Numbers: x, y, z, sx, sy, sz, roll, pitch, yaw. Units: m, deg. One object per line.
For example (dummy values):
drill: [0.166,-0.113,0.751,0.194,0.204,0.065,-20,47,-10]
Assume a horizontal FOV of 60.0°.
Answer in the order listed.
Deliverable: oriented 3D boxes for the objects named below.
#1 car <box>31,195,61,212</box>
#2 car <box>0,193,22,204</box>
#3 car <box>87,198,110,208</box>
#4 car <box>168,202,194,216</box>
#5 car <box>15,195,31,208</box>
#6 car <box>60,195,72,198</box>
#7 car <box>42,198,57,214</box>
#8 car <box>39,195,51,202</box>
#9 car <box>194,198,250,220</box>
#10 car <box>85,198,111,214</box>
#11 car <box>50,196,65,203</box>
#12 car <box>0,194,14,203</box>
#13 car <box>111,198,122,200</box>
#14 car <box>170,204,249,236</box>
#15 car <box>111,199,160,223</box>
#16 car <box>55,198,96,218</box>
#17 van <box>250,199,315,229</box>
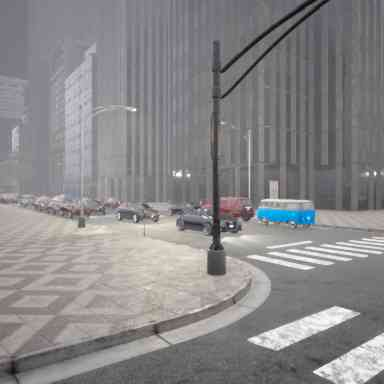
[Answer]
car: [-17.462,1.461,39.672,1.967,1.590,4.097,0,0,-36]
car: [-34.101,1.299,62.436,2.192,1.841,5.009,0,0,-36]
car: [-13.893,1.602,49.237,1.802,1.307,4.206,0,0,-36]
car: [-0.580,1.600,31.024,1.947,1.339,4.313,0,0,-36]
car: [-24.117,1.563,48.777,2.008,1.369,4.403,0,0,-36]
car: [-20.444,1.577,53.355,1.994,1.385,4.181,0,0,-36]
car: [-14.134,1.606,35.119,1.802,1.307,4.206,0,0,-36]
car: [-33.977,1.483,76.726,1.752,1.417,4.829,0,0,-35]
car: [2.748,1.352,26.470,2.192,1.841,5.009,0,0,-36]
car: [-10.437,1.532,34.427,1.837,1.490,4.892,0,0,-36]
car: [-27.306,1.512,67.589,1.752,1.417,4.829,0,0,-36]
car: [-37.429,1.286,66.990,2.192,1.841,5.009,0,0,-36]
car: [-10.564,1.464,44.683,1.967,1.590,4.097,0,0,-36]
car: [0.878,1.600,18.932,1.994,1.385,4.181,0,0,-36]
car: [-4.307,1.537,26.028,1.837,1.490,4.892,0,0,-36]
car: [-10.806,1.572,30.566,1.887,1.381,4.507,0,0,-36]
van: [6.077,1.379,21.916,1.690,1.788,3.998,0,0,-36]
